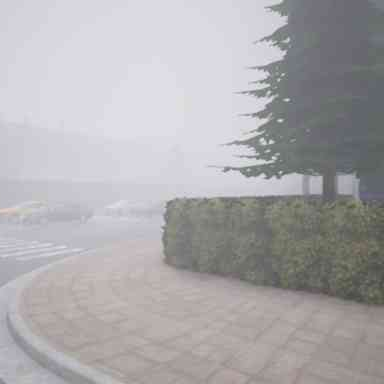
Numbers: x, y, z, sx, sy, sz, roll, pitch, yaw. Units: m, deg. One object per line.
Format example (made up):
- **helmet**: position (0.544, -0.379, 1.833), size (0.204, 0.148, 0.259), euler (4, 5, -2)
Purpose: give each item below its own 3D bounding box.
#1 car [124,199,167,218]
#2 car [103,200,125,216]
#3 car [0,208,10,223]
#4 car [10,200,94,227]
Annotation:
- **car**: position (-3.184, 1.463, 29.922), size (2.033, 1.411, 5.357), euler (0, 0, 35)
- **car**: position (-6.257, 1.436, 31.614), size (1.812, 1.442, 4.674), euler (0, 0, 36)
- **car**: position (-11.631, 1.388, 24.092), size (1.882, 1.535, 5.008), euler (0, 0, 35)
- **car**: position (-8.840, 1.407, 21.986), size (2.128, 1.511, 4.902), euler (0, 0, 35)
